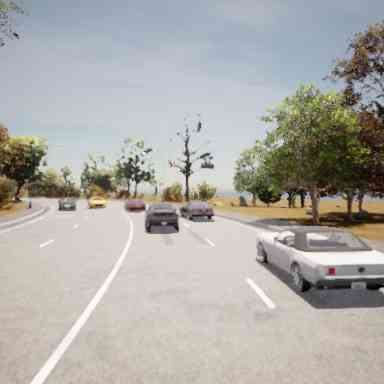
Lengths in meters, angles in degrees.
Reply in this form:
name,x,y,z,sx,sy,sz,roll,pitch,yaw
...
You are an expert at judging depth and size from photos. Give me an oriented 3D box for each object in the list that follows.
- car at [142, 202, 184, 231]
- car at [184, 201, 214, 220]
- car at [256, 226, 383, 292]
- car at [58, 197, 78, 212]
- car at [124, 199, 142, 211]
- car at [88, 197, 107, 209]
name,x,y,z,sx,sy,sz,roll,pitch,yaw
car,-1.914,1.431,20.309,1.837,1.490,4.892,0,0,-10
car,0.294,1.446,27.093,2.033,1.411,5.357,0,0,-13
car,3.134,1.559,8.794,1.895,1.301,4.718,0,0,-4
car,-14.053,1.366,37.640,2.128,1.511,4.902,0,0,-20
car,-6.562,1.432,37.959,1.994,1.385,4.181,0,0,-19
car,-12.042,1.333,42.197,1.882,1.535,5.008,0,0,-22
